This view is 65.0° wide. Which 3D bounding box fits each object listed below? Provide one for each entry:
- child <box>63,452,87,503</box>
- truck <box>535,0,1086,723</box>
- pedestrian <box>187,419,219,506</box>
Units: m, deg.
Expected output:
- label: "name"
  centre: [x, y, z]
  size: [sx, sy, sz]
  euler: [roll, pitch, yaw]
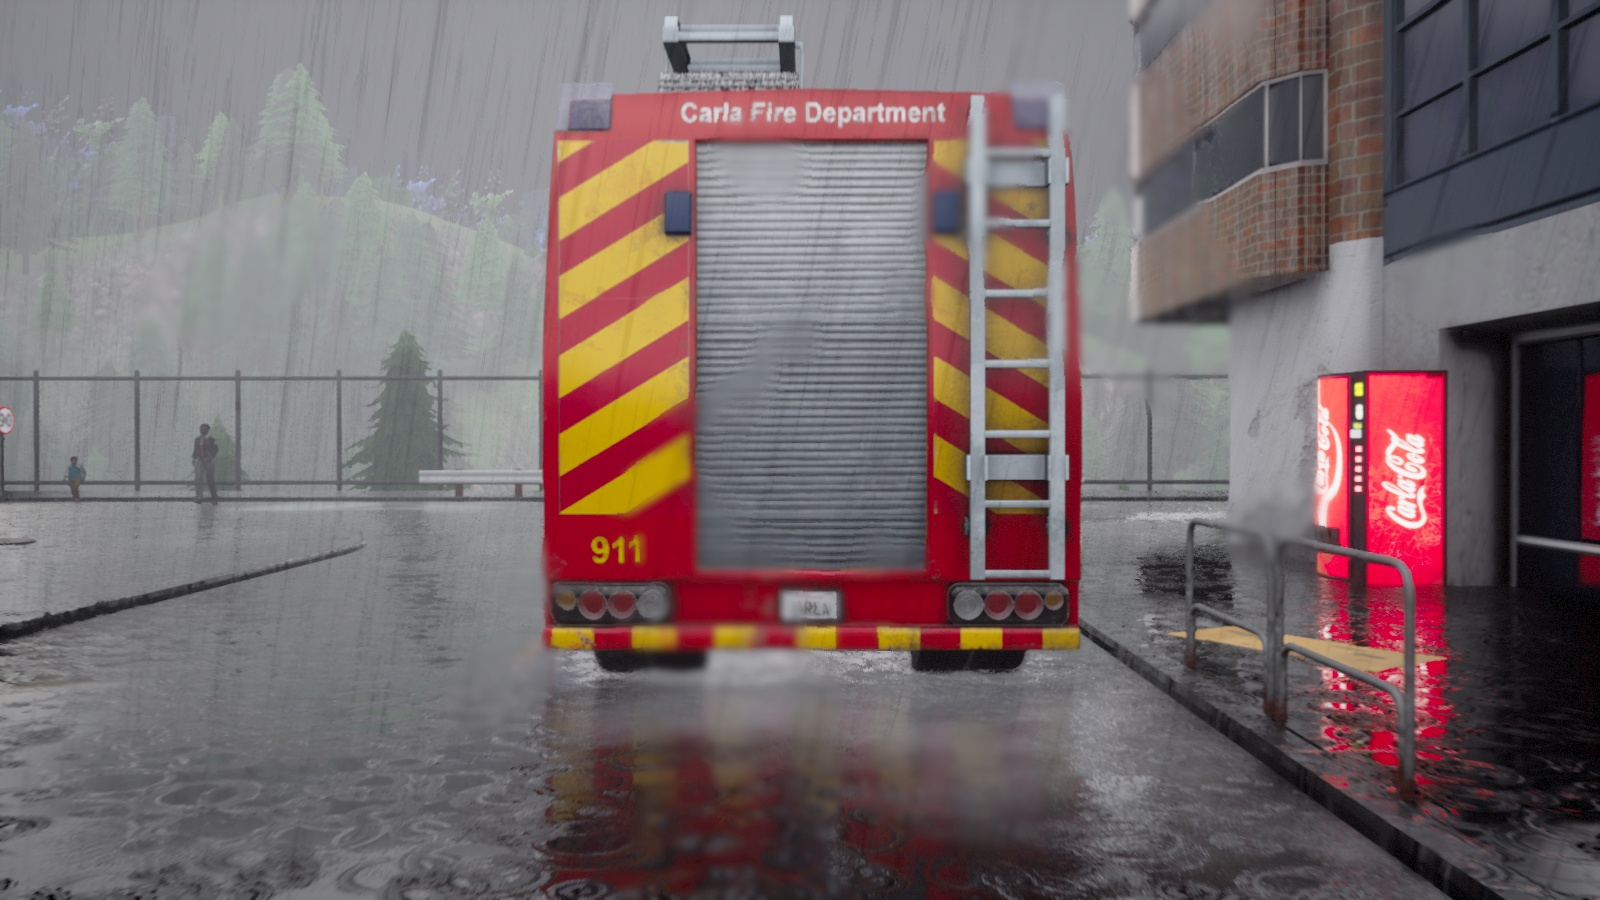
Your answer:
- label: "child"
  centre: [-16.951, 0.641, 29.369]
  size: [0.343, 1.192, 0.448]
  euler: [0, 1, -6]
- label: "truck"
  centre: [0.078, -0.516, 10.841]
  size: [2.891, 3.827, 8.468]
  euler: [0, 1, 0]
- label: "pedestrian"
  centre: [-13.439, 0.270, 28.289]
  size: [0.402, 1.930, 0.666]
  euler: [0, 1, 0]
